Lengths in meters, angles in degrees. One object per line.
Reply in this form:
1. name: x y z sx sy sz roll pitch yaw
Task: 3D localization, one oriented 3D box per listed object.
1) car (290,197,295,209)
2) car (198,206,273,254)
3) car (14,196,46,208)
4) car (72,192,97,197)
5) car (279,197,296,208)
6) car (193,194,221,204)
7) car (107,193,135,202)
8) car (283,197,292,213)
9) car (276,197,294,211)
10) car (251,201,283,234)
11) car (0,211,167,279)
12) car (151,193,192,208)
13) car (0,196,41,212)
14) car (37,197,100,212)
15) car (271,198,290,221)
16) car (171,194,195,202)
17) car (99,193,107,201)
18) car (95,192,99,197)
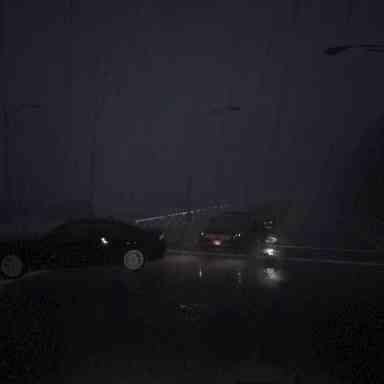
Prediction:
1. car: 9.902 1.545 36.480 1.994 1.385 4.181 0 0 19
2. car: 1.862 1.514 13.846 1.812 1.442 4.674 0 0 25
3. car: -21.560 1.274 44.300 3.633 1.501 1.845 0 0 19
4. car: -18.298 1.250 53.746 4.514 1.523 2.007 0 0 19
5. car: 13.687 1.470 47.601 2.128 1.511 4.902 0 0 19
6. car: 1.835 1.127 56.732 5.027 1.636 2.152 0 0 19
7. car: -13.608 1.047 65.308 4.605 1.855 1.932 0 0 19
8. car: 7.845 1.488 30.447 1.837 1.490 4.892 0 0 19
9. car: 11.790 1.485 42.030 1.837 1.490 4.892 0 0 19
10. car: 4.024 1.490 19.248 1.837 1.490 4.892 0 0 19
11. car: -3.258 1.475 9.836 5.008 1.535 1.882 0 0 -15
12. car: -2.836 1.075 41.738 4.605 1.855 1.932 0 0 19
13. car: -15.021 1.356 29.404 3.806 1.475 1.970 0 0 19
14. car: -8.957 1.356 24.191 3.633 1.501 1.845 0 0 19
15. car: 5.951 1.476 24.889 2.128 1.511 4.902 0 0 19
16. car: -1.894 1.259 68.651 4.514 1.523 2.007 0 0 19
17. car: -19.997 1.016 70.956 3.866 1.878 1.905 0 0 19
18. car: -21.647 1.300 68.006 3.806 1.475 1.970 0 0 19
